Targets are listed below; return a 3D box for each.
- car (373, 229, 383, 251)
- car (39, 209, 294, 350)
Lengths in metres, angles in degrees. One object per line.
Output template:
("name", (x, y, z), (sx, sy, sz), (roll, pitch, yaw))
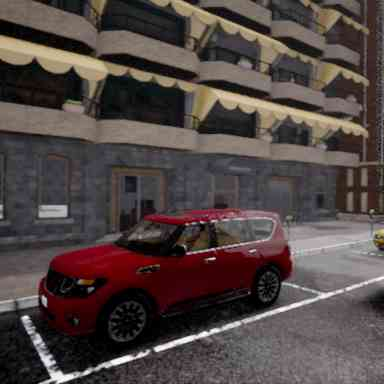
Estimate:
("car", (6.403, 1.469, 7.841), (4.902, 1.511, 2.128), (0, 0, -35))
("car", (-0.153, 1.306, 6.436), (5.009, 1.841, 2.192), (0, 1, -36))
